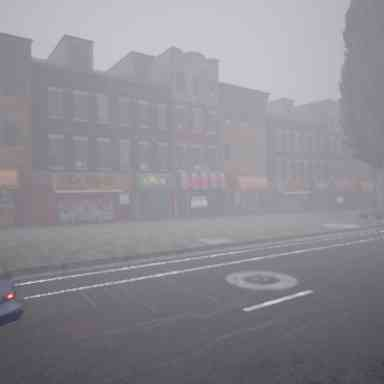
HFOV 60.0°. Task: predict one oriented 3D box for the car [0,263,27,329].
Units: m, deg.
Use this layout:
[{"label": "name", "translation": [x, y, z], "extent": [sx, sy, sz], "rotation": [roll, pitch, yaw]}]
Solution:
[{"label": "car", "translation": [-5.063, 1.556, 4.068], "extent": [5.357, 1.411, 2.033], "rotation": [0, 0, -35]}]
